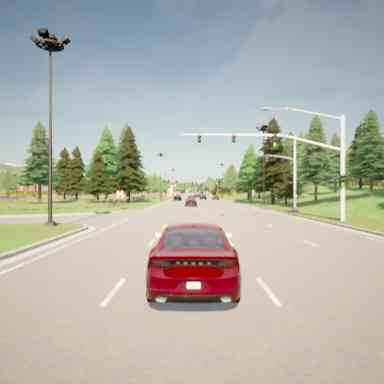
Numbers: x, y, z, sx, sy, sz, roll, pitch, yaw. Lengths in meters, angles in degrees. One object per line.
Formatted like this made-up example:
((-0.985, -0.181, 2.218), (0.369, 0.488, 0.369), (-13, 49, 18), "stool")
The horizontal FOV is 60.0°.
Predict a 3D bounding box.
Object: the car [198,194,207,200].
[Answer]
((3.231, 1.593, 94.353), (1.812, 1.442, 4.674), (0, 0, 0), "car")

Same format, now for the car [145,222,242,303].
((0.040, 1.484, 8.295), (1.882, 1.535, 5.008), (0, 0, 0), "car")

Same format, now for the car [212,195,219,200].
((6.731, 1.594, 94.363), (2.128, 1.511, 4.902), (0, 0, 0), "car")

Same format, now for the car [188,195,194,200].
((-0.268, 1.496, 93.960), (1.895, 1.301, 4.718), (0, 0, 0), "car")

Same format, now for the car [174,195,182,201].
((-3.747, 1.538, 86.417), (1.882, 1.535, 5.008), (0, 0, 0), "car")

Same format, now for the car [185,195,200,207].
((-0.150, 1.564, 52.897), (1.812, 1.442, 4.674), (0, 0, 0), "car")
